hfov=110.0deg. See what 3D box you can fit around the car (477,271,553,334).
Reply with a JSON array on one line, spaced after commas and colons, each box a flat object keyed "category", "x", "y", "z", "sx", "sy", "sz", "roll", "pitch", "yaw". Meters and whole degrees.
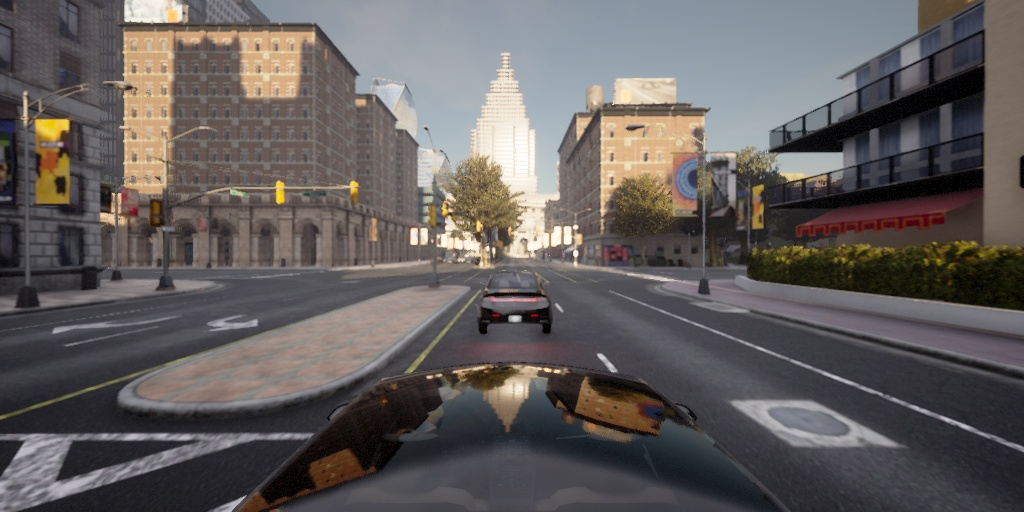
[{"category": "car", "x": 0.078, "y": 1.187, "z": 10.461, "sx": 2.128, "sy": 1.511, "sz": 4.902, "roll": 0, "pitch": 0, "yaw": 0}]
